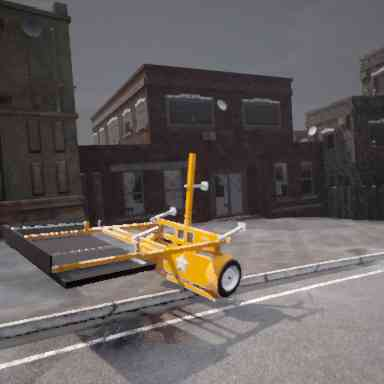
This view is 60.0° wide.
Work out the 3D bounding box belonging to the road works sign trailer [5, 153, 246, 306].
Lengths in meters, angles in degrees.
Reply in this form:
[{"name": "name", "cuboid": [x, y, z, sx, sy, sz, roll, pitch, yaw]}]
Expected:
[{"name": "road works sign trailer", "cuboid": [-1.027, 0.678, 5.828, 3.560, 2.880, 2.380, -1, 7, -44]}]
